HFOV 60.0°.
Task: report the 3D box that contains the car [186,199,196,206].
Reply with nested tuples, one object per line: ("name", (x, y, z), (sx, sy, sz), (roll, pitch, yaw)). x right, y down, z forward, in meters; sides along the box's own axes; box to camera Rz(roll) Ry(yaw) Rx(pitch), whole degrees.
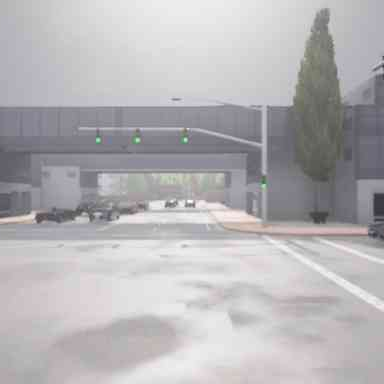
("car", (-0.262, 2.123, 68.523), (1.994, 1.385, 4.181), (0, 0, 0))

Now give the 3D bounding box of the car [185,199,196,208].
("car", (-0.333, 2.087, 60.237), (1.994, 1.385, 4.181), (0, 0, 0))

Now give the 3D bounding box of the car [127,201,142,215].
("car", (-7.603, 1.822, 39.174), (1.882, 1.535, 5.008), (0, 0, 1))

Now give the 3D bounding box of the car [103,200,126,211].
("car", (-11.027, 1.969, 47.941), (2.033, 1.411, 5.357), (0, 0, 0))

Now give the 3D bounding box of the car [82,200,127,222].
("car", (-7.676, 1.753, 29.670), (2.128, 1.511, 4.902), (0, 0, 2))

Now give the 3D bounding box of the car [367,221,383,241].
("car", (10.739, 1.634, 15.385), (4.892, 1.490, 1.837), (0, 0, 1))

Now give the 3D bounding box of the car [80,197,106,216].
("car", (-11.111, 1.553, 37.485), (2.150, 2.045, 5.566), (0, 0, 0))

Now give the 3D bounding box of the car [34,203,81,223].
("car", (-11.206, 1.848, 27.717), (1.895, 1.301, 4.718), (0, 0, 1))

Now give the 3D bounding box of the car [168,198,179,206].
("car", (-3.762, 2.054, 68.625), (2.128, 1.511, 4.902), (0, 0, 0))

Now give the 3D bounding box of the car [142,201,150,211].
("car", (-7.510, 2.032, 49.295), (1.895, 1.301, 4.718), (0, 0, 1))

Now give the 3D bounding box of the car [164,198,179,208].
("car", (-3.844, 2.061, 58.938), (2.033, 1.411, 5.357), (0, 0, 0))
